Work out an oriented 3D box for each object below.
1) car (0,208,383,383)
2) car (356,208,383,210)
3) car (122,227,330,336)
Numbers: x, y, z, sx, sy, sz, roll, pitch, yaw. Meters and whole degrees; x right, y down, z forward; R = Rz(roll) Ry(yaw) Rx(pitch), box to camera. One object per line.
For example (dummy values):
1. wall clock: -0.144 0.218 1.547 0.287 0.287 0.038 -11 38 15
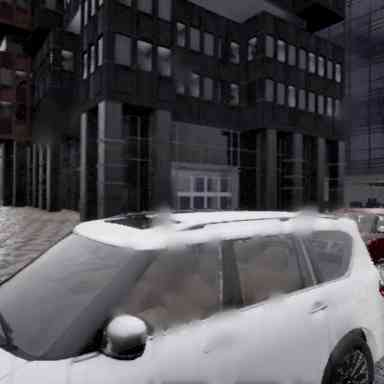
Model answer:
1. car: -0.329 1.240 3.144 5.566 2.045 2.150 1 -1 -35
2. car: 5.320 1.455 10.426 5.009 1.841 2.192 1 -1 -35
3. car: 0.894 1.630 7.282 4.313 1.339 1.947 1 -1 -35
